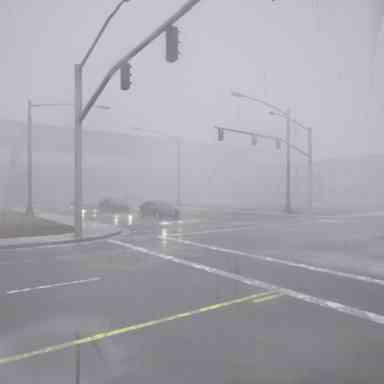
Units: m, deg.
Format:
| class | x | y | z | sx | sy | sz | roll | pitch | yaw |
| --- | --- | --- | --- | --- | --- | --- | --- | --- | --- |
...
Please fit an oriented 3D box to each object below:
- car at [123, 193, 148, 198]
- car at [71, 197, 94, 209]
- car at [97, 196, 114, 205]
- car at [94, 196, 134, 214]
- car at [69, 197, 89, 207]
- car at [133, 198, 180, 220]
| class | x | y | z | sx | sy | sz | roll | pitch | yaw |
| --- | --- | --- | --- | --- | --- | --- | --- | --- | --- |
| car | -12.206 | 1.223 | 69.422 | 2.150 | 2.045 | 5.566 | 0 | 0 | 30 |
| car | -14.279 | 1.526 | 44.276 | 1.812 | 1.442 | 4.674 | 0 | 0 | -32 |
| car | -15.009 | 1.526 | 57.834 | 1.812 | 1.442 | 4.674 | 0 | 0 | -2 |
| car | -8.481 | 1.478 | 35.987 | 1.882 | 1.535 | 5.008 | 0 | 0 | -36 |
| car | -18.322 | 1.547 | 54.154 | 2.033 | 1.411 | 5.357 | 0 | 0 | -8 |
| car | -2.903 | 1.505 | 28.414 | 1.837 | 1.490 | 4.892 | 0 | 0 | -36 |
